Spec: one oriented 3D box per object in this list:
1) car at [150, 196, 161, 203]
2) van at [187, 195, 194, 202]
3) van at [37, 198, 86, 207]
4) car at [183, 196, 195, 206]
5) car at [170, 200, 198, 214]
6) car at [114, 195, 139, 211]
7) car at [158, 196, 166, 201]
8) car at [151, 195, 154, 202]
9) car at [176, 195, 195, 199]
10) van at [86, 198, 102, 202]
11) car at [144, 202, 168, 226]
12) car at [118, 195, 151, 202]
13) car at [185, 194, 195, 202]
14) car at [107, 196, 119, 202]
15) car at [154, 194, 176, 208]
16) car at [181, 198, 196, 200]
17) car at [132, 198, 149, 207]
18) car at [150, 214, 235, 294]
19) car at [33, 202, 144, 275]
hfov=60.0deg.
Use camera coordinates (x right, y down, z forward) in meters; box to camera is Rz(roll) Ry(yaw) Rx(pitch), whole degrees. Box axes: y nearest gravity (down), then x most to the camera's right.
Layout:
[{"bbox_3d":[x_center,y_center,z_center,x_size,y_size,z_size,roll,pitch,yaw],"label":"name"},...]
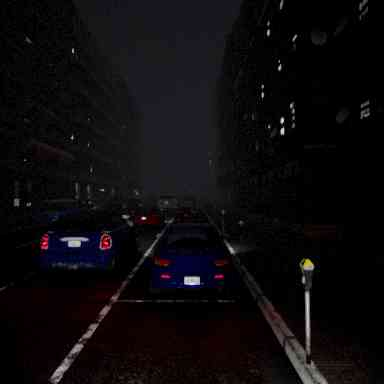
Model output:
[{"bbox_3d":[-8.321,1.725,76.059,1.887,1.381,4.507,1,0,0],"label":"car"},{"bbox_3d":[-0.471,1.575,87.068,1.690,1.788,3.998,1,0,0],"label":"van"},{"bbox_3d":[-8.312,1.359,20.753,1.690,1.788,3.998,2,0,0],"label":"van"},{"bbox_3d":[-0.471,1.553,59.411,1.967,1.590,4.097,1,0,0],"label":"car"},{"bbox_3d":[-0.437,1.572,26.224,1.887,1.381,4.507,1,0,0],"label":"car"},{"bbox_3d":[-8.312,1.379,42.876,2.192,1.841,5.009,1,0,0],"label":"car"},{"bbox_3d":[-8.323,1.847,92.652,1.802,1.307,4.206,1,0,0],"label":"car"},{"bbox_3d":[-8.315,1.471,70.528,2.192,1.841,5.009,1,0,0],"label":"car"},{"bbox_3d":[-0.427,1.490,37.286,1.967,1.590,4.097,1,0,0],"label":"car"},{"bbox_3d":[-8.313,1.368,26.285,1.690,1.788,3.998,1,0,0],"label":"van"},{"bbox_3d":[-2.953,1.584,22.478,1.994,1.385,4.181,0,0,0],"label":"car"},{"bbox_3d":[-5.855,1.396,34.526,2.097,1.767,4.553,0,0,0],"label":"car"},{"bbox_3d":[-0.470,1.521,81.536,2.192,1.841,5.009,1,0,0],"label":"car"},{"bbox_3d":[-8.312,1.365,37.346,2.192,1.841,5.009,1,0,0],"label":"car"},{"bbox_3d":[-2.937,1.279,40.906,2.150,2.045,5.566,0,0,0],"label":"car"},{"bbox_3d":[-0.437,1.582,31.754,1.887,1.381,4.507,1,0,0],"label":"car"},{"bbox_3d":[-8.319,1.660,53.938,1.947,1.339,4.313,1,0,0],"label":"car"},{"bbox_3d":[0.003,1.531,8.653,1.812,1.442,4.674,0,0,0],"label":"car"},{"bbox_3d":[-3.021,1.359,10.670,2.097,1.767,4.553,0,0,0],"label":"car"}]
